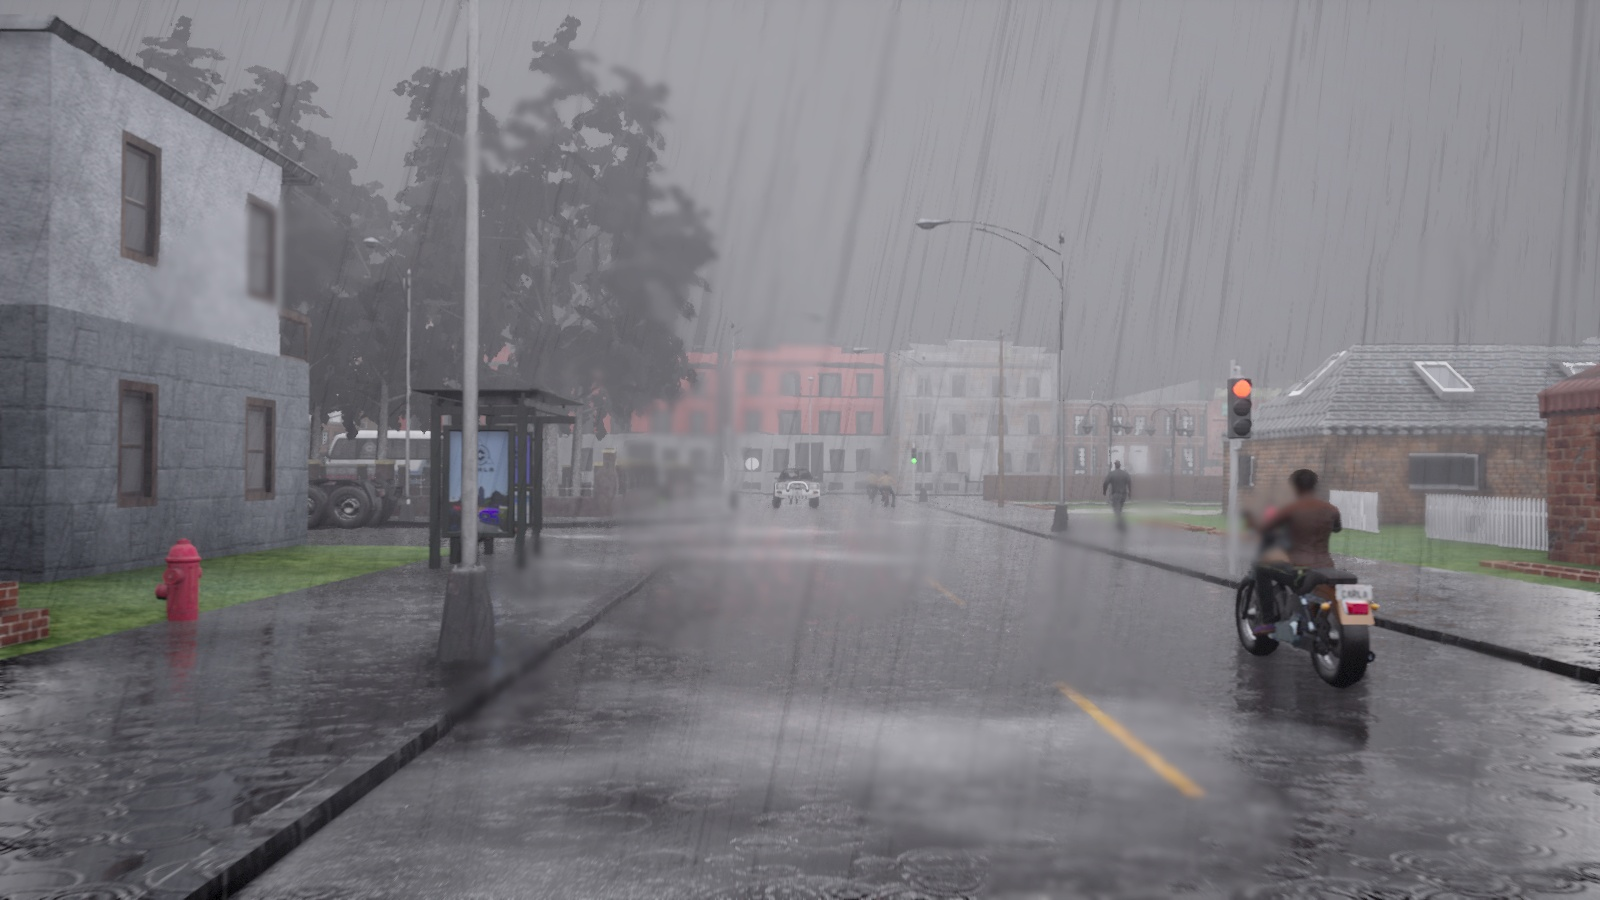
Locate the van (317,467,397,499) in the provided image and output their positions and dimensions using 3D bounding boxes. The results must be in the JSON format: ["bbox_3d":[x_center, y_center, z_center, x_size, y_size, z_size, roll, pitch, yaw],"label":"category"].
[{"bbox_3d":[-28.088,2.108,79.704,4.442,1.987,1.775,0,-1,0],"label":"van"}]

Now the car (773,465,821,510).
[{"bbox_3d":[-0.166,1.604,54.202,1.932,1.855,4.605,0,-1,-2],"label":"car"}]

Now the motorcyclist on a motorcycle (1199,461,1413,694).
[{"bbox_3d":[3.979,0.932,10.127,0.766,1.649,2.350,0,-1,0],"label":"motorcyclist on a motorcycle"}]

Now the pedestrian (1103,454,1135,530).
[{"bbox_3d":[8.053,1.061,31.683,0.563,1.883,0.849,0,-1,-1],"label":"pedestrian"}]

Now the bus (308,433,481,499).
[{"bbox_3d":[-26.889,1.046,83.727,10.273,4.253,3.944,0,-1,0],"label":"bus"}]

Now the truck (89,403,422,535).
[{"bbox_3d":[-14.814,0.515,34.701,7.936,3.462,2.891,0,-1,-4],"label":"truck"}]
